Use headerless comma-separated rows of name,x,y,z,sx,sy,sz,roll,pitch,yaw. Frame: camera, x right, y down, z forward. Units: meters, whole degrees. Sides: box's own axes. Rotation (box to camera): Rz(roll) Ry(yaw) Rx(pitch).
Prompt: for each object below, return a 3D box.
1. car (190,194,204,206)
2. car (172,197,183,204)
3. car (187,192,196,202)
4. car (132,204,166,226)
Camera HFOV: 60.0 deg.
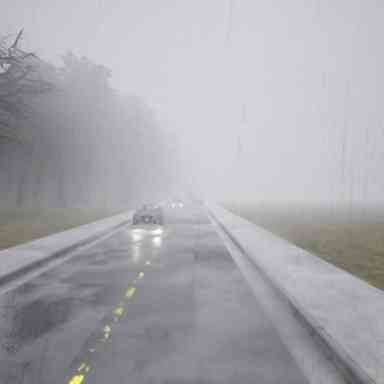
car,0.969,1.473,54.464,1.812,1.442,4.674,0,0,0
car,-2.749,1.541,64.132,1.895,1.301,4.718,0,0,0
car,0.009,1.013,72.477,2.150,2.045,5.566,0,0,0
car,-2.845,1.541,22.845,1.994,1.385,4.181,0,0,0
